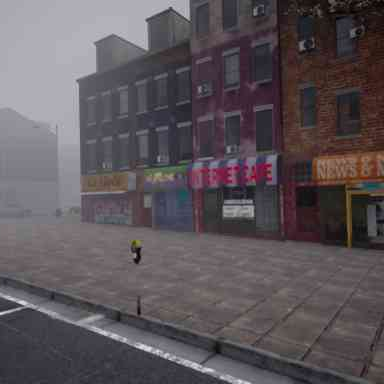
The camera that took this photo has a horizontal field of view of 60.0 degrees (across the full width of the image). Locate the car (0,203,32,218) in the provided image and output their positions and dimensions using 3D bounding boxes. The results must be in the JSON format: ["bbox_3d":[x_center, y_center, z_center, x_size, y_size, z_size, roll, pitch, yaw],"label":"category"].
[{"bbox_3d":[-16.207,1.630,28.923,1.994,1.385,4.181,-2,-1,36],"label":"car"}]

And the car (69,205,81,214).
[{"bbox_3d":[-10.756,1.608,36.514,2.033,1.411,5.357,-2,-1,35],"label":"car"}]
